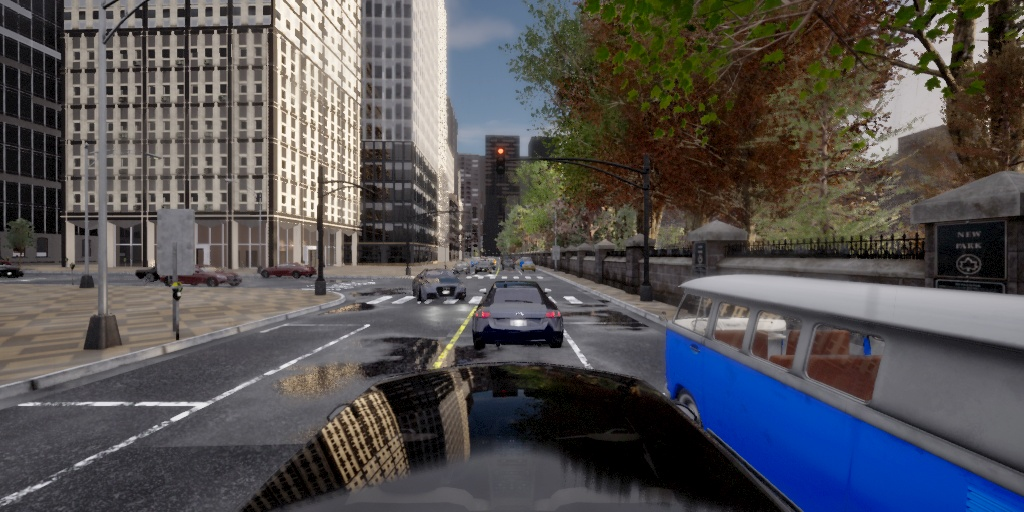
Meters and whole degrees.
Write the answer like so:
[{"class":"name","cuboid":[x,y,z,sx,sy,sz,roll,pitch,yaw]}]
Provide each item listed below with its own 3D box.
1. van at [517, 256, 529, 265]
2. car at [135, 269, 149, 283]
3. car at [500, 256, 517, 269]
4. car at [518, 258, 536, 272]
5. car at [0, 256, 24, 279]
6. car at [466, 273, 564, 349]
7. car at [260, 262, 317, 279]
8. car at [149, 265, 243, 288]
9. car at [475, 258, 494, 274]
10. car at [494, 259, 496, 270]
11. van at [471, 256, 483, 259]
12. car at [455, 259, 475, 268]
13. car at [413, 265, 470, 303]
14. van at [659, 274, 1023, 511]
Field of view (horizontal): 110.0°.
[{"class":"van","cuboid":[1.990,1.071,51.714,1.690,1.789,3.998,0,0,-1]},{"class":"car","cuboid":[-21.783,1.120,23.738,4.718,1.301,1.895,1,0,4]},{"class":"car","cuboid":[-0.590,1.219,55.804,2.128,1.511,4.902,0,0,-1]},{"class":"car","cuboid":[2.114,1.260,46.341,1.751,1.417,4.829,0,0,-1]},{"class":"car","cuboid":[-36.683,0.849,24.593,4.892,1.490,1.837,2,0,3]},{"class":"car","cuboid":[0.098,1.313,9.202,1.994,1.385,4.181,0,0,-1]},{"class":"car","cuboid":[-18.095,1.127,29.080,4.207,1.307,1.802,0,0,4]},{"class":"car","cuboid":[-18.158,1.149,20.967,4.207,1.307,1.802,0,0,4]},{"class":"car","cuboid":[-3.230,1.242,40.862,1.837,1.490,4.892,0,0,-3]},{"class":"car","cuboid":[-3.417,1.296,50.841,1.994,1.385,4.181,0,0,-2]},{"class":"van","cuboid":[-6.332,1.064,62.462,1.690,1.789,3.998,0,0,-2]},{"class":"car","cuboid":[-5.645,1.288,40.287,2.007,1.370,4.403,0,0,-1]},{"class":"car","cuboid":[-3.417,1.298,16.629,1.994,1.385,4.181,0,0,-21]},{"class":"van","cuboid":[2.568,1.091,2.622,1.690,1.789,3.998,0,0,0]}]
